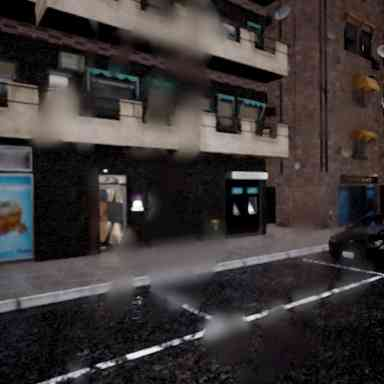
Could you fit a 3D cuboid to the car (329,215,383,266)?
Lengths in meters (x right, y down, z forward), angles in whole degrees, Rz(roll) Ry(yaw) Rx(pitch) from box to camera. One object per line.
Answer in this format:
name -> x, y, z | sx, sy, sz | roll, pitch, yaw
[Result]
car -> 6.404, 1.471, 11.127 | 4.313, 1.339, 1.947 | -1, 0, -35
